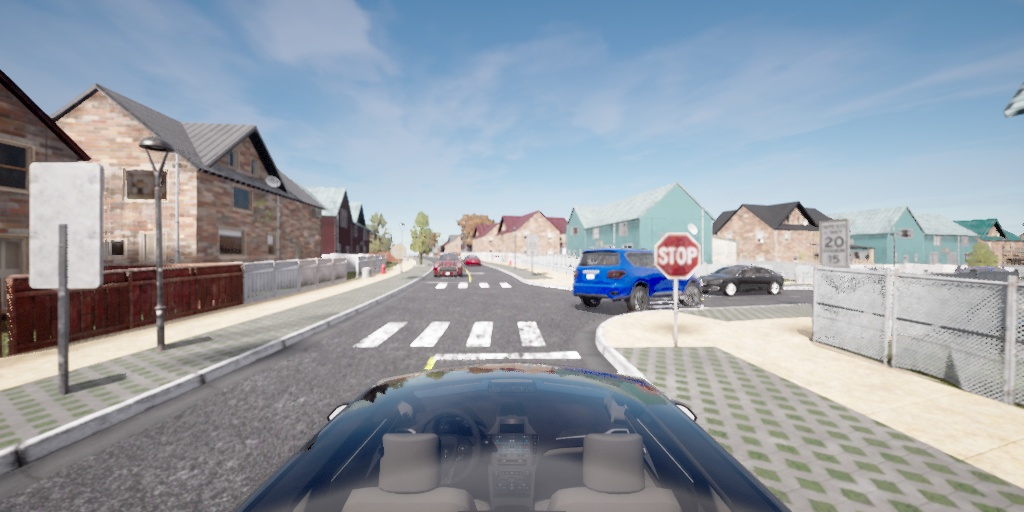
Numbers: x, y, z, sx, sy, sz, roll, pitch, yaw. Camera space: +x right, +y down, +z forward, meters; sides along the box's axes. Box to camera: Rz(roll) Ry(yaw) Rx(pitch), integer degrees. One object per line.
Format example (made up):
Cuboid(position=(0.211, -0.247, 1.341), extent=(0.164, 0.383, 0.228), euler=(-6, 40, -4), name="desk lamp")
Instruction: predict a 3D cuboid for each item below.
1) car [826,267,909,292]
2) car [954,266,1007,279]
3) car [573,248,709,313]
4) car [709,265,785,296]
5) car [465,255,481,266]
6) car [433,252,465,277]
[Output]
Cuboid(position=(21.818, 1.407, 21.926), extent=(5.357, 1.411, 2.033), euler=(1, 0, -19), name="car")
Cuboid(position=(33.916, 1.497, 25.936), extent=(5.008, 1.535, 1.882), euler=(1, 0, -18), name="car")
Cuboid(position=(4.641, 0.817, 13.020), extent=(5.566, 2.045, 2.150), euler=(2, -3, -37), name="car")
Cuboid(position=(11.741, 1.236, 18.614), extent=(4.892, 1.490, 1.837), euler=(1, 0, -17), name="car")
Cuboid(position=(-5.165, 0.530, 45.554), extent=(1.994, 1.385, 4.181), euler=(0, 1, -13), name="car")
Cuboid(position=(-4.856, 0.619, 27.593), extent=(2.097, 1.767, 4.553), euler=(0, 1, -8), name="car")
